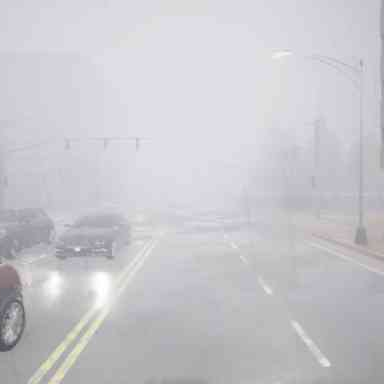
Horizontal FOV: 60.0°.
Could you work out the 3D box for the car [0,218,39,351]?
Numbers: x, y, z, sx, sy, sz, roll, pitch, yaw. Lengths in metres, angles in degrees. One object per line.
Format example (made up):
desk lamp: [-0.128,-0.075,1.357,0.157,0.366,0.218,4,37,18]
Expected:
car: [-3.591,1.352,3.151,2.097,1.767,4.553,0,0,0]

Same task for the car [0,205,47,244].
car: [-7.004,1.353,12.631,2.097,1.767,4.553,0,0,0]

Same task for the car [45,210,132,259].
car: [-3.504,1.507,12.602,1.837,1.490,4.892,0,0,0]
